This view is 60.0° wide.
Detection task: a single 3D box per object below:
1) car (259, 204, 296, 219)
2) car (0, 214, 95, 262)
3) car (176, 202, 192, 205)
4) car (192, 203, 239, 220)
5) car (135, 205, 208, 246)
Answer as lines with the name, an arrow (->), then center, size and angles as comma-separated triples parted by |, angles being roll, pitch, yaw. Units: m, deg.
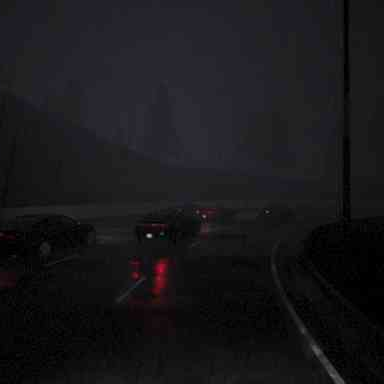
car -> 8.057, 1.764, 31.132 | 1.994, 1.385, 4.181 | 0, -1, 42
car -> -5.531, 1.560, 12.698 | 1.882, 1.535, 5.008 | 0, 0, 12
car -> -0.419, 1.734, 32.303 | 1.812, 1.442, 4.674 | 0, -1, 36
car -> 2.363, 1.793, 29.920 | 1.895, 1.301, 4.718 | 0, 0, 36
car -> -1.011, 1.593, 15.924 | 2.128, 1.511, 4.902 | 0, -1, 18
